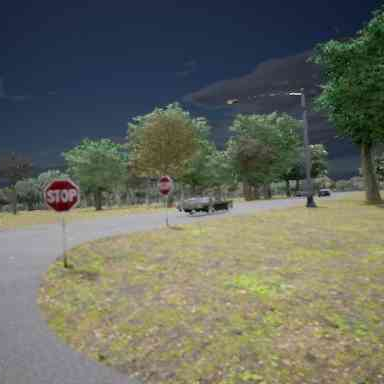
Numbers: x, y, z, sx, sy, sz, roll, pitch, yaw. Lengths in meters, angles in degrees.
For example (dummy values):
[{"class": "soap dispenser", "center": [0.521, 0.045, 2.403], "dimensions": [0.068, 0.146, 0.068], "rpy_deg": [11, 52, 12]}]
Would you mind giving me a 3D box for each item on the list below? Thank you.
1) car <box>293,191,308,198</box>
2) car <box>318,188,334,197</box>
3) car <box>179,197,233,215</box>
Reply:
[{"class": "car", "center": [22.573, 0.506, 69.088], "dimensions": [2.033, 1.411, 5.357], "rpy_deg": [-5, -1, 34]}, {"class": "car", "center": [24.559, 0.160, 61.466], "dimensions": [1.882, 1.535, 5.008], "rpy_deg": [-4, -1, 28]}, {"class": "car", "center": [1.351, 1.040, 25.697], "dimensions": [1.895, 1.301, 4.718], "rpy_deg": [-5, -1, 34]}]
